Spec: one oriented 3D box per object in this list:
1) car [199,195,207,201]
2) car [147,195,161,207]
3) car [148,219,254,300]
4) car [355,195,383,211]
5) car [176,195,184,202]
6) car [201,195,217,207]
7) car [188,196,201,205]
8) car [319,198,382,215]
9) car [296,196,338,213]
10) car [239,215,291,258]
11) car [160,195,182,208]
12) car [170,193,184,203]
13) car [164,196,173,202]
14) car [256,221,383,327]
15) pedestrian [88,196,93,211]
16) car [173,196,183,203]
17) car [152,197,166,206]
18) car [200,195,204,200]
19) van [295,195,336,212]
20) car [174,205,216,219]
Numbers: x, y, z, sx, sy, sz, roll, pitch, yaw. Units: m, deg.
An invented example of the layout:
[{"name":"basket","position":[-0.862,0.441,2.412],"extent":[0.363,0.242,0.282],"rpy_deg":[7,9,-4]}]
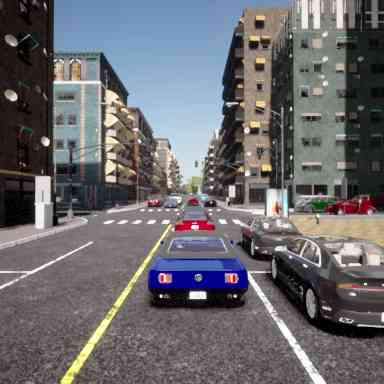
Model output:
[{"name":"car","position":[2.909,1.578,89.685],"extent":[1.887,1.381,4.507],"rpy_deg":[1,0,0]},{"name":"car","position":[-5.558,1.332,50.748],"extent":[2.192,1.841,5.009],"rpy_deg":[1,0,0]},{"name":"car","position":[0.119,1.603,8.311],"extent":[1.895,1.301,4.718],"rpy_deg":[0,0,0]},{"name":"car","position":[19.377,1.226,37.430],"extent":[5.009,1.841,2.192],"rpy_deg":[0,0,1]},{"name":"car","position":[-2.817,1.529,79.024],"extent":[1.837,1.490,4.892],"rpy_deg":[0,0,0]},{"name":"car","position":[2.818,1.583,50.688],"extent":[1.947,1.339,4.313],"rpy_deg":[1,0,0]},{"name":"car","position":[0.226,1.546,58.370],"extent":[1.812,1.442,4.674],"rpy_deg":[0,0,0]},{"name":"car","position":[13.770,1.412,29.101],"extent":[4.206,1.307,1.802],"rpy_deg":[0,0,1]},{"name":"car","position":[13.415,1.271,34.904],"extent":[4.553,1.767,2.097],"rpy_deg":[0,-1,1]},{"name":"car","position":[2.859,1.554,12.495],"extent":[2.008,1.369,4.403],"rpy_deg":[1,0,0]},{"name":"car","position":[-2.990,1.564,48.672],"extent":[2.033,1.411,5.357],"rpy_deg":[0,0,1]},{"name":"car","position":[-2.942,1.242,58.673],"extent":[2.150,2.045,5.566],"rpy_deg":[0,0,1]},{"name":"car","position":[-5.497,1.595,78.603],"extent":[1.947,1.339,4.313],"rpy_deg":[1,0,0]},{"name":"car","position":[2.846,1.553,6.925],"extent":[2.008,1.369,4.403],"rpy_deg":[1,0,0]},{"name":"pedestrian","position":[-12.435,1.346,40.688],"extent":[0.375,1.860,0.375],"rpy_deg":[0,0,1]},{"name":"car","position":[-2.850,1.588,68.615],"extent":[1.994,1.385,4.181],"rpy_deg":[0,0,0]},{"name":"car","position":[-5.549,1.564,56.319],"extent":[1.887,1.381,4.507],"rpy_deg":[1,0,0]},{"name":"car","position":[2.831,1.601,56.259],"extent":[1.802,1.307,4.206],"rpy_deg":[1,0,0]},{"name":"van","position":[13.850,1.295,37.483],"extent":[3.998,1.788,1.690],"rpy_deg":[0,0,1]},{"name":"car","position":[0.135,1.569,17.174],"extent":[1.994,1.385,4.181],"rpy_deg":[0,0,0]}]
